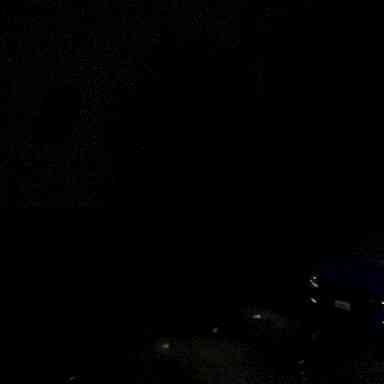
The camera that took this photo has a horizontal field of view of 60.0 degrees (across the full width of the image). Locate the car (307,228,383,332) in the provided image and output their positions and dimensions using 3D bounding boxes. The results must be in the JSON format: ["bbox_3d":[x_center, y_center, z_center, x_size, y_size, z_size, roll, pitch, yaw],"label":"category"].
[{"bbox_3d":[4.316,1.484,6.681,5.008,1.535,1.882,0,0,-38],"label":"car"}]
